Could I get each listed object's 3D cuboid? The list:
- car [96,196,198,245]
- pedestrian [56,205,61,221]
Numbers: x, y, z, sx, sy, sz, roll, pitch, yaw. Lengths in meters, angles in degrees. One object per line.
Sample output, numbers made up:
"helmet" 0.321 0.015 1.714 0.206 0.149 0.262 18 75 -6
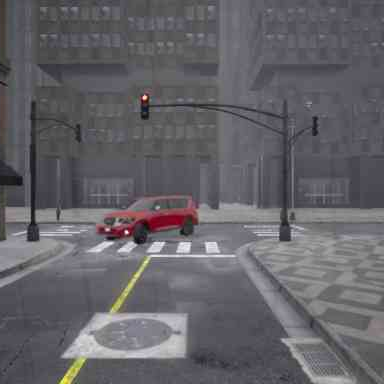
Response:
"car" -1.934 1.220 16.180 2.150 2.045 5.566 -2 -1 36
"pedestrian" -9.817 1.532 24.418 0.500 1.100 0.500 0 0 1
